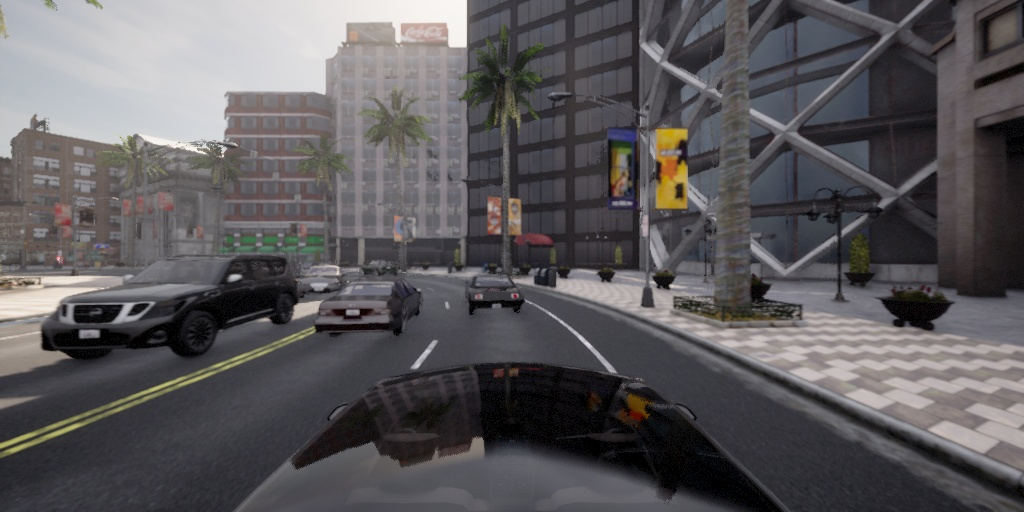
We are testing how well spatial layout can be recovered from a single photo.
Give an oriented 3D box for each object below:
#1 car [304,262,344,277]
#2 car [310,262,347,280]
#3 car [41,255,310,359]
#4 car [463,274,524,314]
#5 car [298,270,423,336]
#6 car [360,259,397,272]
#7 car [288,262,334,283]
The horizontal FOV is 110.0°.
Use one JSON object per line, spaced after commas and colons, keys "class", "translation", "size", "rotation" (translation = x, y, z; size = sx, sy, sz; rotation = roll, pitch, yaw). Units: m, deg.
{"class": "car", "translation": [-18.997, 1.305, 36.173], "size": [4.674, 1.442, 1.812], "rotation": [0, 0, 37]}
{"class": "car", "translation": [-9.740, 1.256, 18.691], "size": [2.128, 1.511, 4.902], "rotation": [0, 0, -22]}
{"class": "car", "translation": [-7.468, 0.978, 8.849], "size": [2.150, 2.045, 5.566], "rotation": [0, 0, -6]}
{"class": "car", "translation": [-0.892, 1.361, 14.008], "size": [1.895, 1.301, 4.718], "rotation": [0, 0, -10]}
{"class": "car", "translation": [-3.832, 1.305, 10.485], "size": [2.033, 1.411, 5.357], "rotation": [0, 0, -6]}
{"class": "car", "translation": [-13.419, 1.131, 35.993], "size": [4.553, 1.767, 2.097], "rotation": [0, 0, 44]}
{"class": "car", "translation": [-16.300, 1.264, 28.918], "size": [2.128, 1.511, 4.902], "rotation": [0, 0, -44]}
